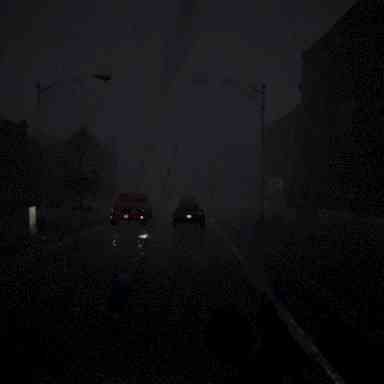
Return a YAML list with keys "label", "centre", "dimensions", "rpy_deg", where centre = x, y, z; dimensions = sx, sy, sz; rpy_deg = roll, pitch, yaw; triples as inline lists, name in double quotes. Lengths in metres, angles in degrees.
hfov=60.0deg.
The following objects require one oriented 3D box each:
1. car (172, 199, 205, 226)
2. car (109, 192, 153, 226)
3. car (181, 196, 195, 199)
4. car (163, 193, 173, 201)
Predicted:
- label: "car"
  centre: [-0.208, 1.392, 21.595]
  dimensions: [1.994, 1.385, 4.181]
  rpy_deg: [0, 0, -1]
- label: "car"
  centre: [-3.918, 1.047, 22.290]
  dimensions: [2.150, 2.045, 5.566]
  rpy_deg: [0, 0, -1]
- label: "car"
  centre: [-0.473, 1.165, 38.828]
  dimensions: [1.882, 1.535, 5.008]
  rpy_deg: [0, 0, -1]
- label: "car"
  centre: [-4.455, 0.928, 62.865]
  dimensions: [2.033, 1.411, 5.357]
  rpy_deg: [0, 1, -1]
